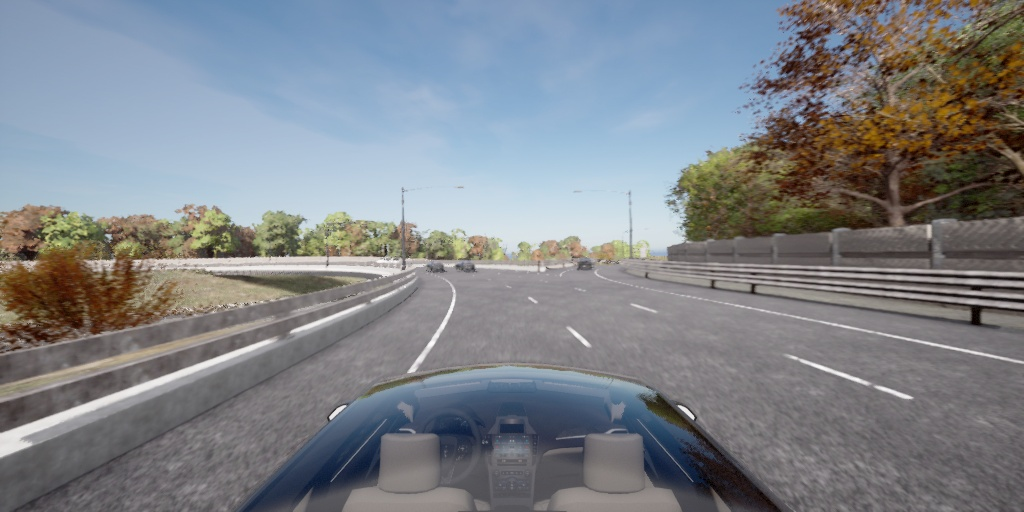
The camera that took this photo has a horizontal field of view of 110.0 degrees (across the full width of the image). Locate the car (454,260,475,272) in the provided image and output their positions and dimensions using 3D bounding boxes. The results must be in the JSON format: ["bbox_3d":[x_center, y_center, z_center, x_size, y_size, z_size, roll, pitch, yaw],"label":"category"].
[{"bbox_3d":[-6.361,1.324,47.893,2.128,1.511,4.902,-1,0,-24],"label":"car"}]

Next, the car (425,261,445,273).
[{"bbox_3d":[-10.458,1.402,48.400,2.128,1.511,4.902,-1,0,-25],"label":"car"}]

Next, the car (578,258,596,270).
[{"bbox_3d":[9.966,1.025,47.655,1.837,1.490,4.892,-2,0,20],"label":"car"}]
